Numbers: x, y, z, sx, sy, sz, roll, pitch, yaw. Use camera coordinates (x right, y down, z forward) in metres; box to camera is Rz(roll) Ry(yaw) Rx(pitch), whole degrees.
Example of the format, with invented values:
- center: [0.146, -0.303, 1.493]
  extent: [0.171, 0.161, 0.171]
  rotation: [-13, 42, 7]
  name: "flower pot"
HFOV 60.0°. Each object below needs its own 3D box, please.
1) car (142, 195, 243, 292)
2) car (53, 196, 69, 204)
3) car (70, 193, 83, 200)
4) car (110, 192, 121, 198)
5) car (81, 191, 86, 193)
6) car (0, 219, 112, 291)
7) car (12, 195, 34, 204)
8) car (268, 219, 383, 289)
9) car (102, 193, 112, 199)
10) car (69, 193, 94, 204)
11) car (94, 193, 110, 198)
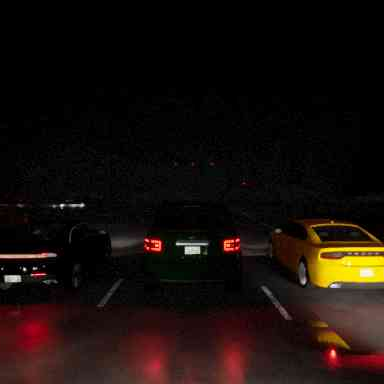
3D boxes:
- center: [-0.011, 1.213, 9.089]
  extent: [2.150, 2.045, 5.566]
  rotation: [0, 0, 0]
  name: "car"
- center: [-21.956, 1.337, 56.492]
  extent: [1.994, 1.385, 4.181]
  rotation: [0, 0, -1]
  name: "car"
- center: [-29.456, 1.120, 84.723]
  extent: [1.837, 1.490, 4.892]
  rotation: [0, 0, -4]
  name: "car"
- center: [-18.747, 1.199, 77.529]
  extent: [2.033, 1.411, 5.357]
  rotation: [0, 0, -1]
  name: "car"
- center: [-22.062, 1.195, 66.796]
  extent: [1.882, 1.535, 5.008]
  rotation: [0, 0, -1]
  name: "car"
- center: [-3.519, 1.483, 8.945]
  extent: [2.128, 1.511, 4.902]
  rotation: [0, 0, 0]
  name: "car"
- center: [-28.954, 1.246, 57.144]
  extent: [1.882, 1.535, 5.008]
  rotation: [0, 0, -1]
  name: "car"
- center: [3.477, 1.469, 9.143]
  extent: [1.882, 1.535, 5.008]
  rotation: [0, 0, 0]
  name: "car"
- center: [-23.241, 1.109, 91.506]
  extent: [2.128, 1.511, 4.902]
  rotation: [0, 0, -7]
  name: "car"
- center: [-18.453, 1.342, 55.557]
  extent: [1.994, 1.385, 4.181]
  rotation: [0, 0, -1]
  name: "car"
- center: [-18.564, 1.068, 66.818]
  extent: [2.097, 1.767, 4.553]
  rotation: [0, 0, -1]
  name: "car"
